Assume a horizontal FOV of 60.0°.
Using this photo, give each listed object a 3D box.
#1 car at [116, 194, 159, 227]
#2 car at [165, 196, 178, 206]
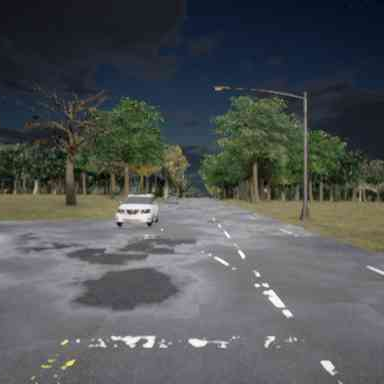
[{"bbox_3d":[-3.440,1.158,21.981,2.150,2.045,5.566,1,-1,0],"label":"car"},{"bbox_3d":[-3.449,1.401,56.556,2.097,1.767,4.553,0,0,0],"label":"car"}]
